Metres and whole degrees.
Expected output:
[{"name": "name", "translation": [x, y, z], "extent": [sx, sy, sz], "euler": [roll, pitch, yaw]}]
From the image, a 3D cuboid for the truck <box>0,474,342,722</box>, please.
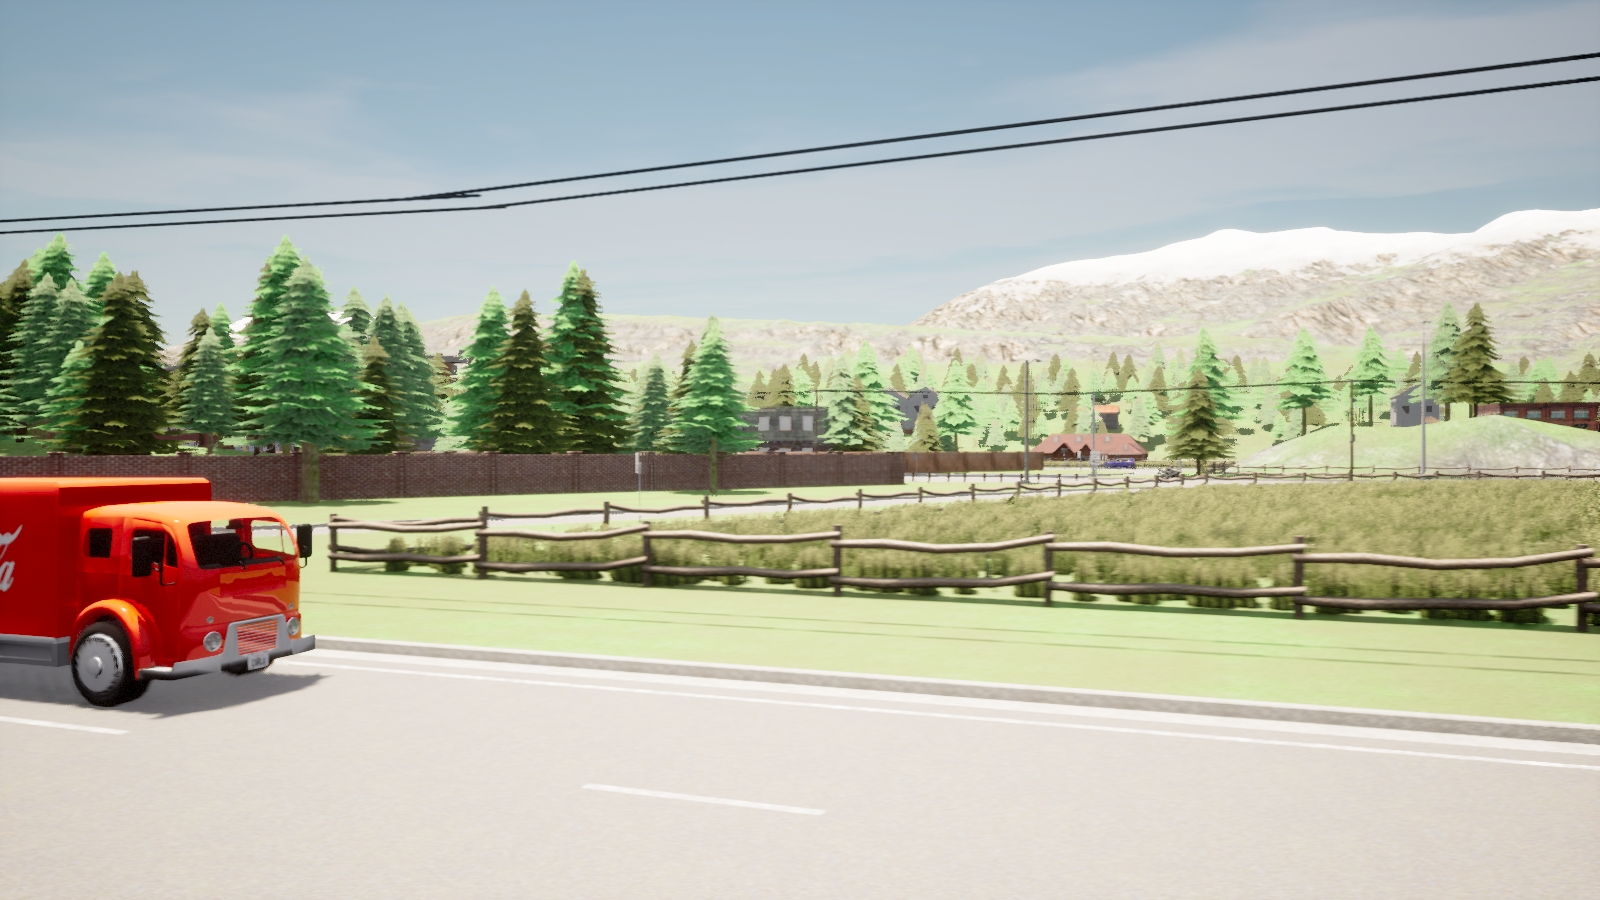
[{"name": "truck", "translation": [-8.601, 1.568, 13.878], "extent": [5.204, 2.467, 2.627], "euler": [0, 0, 20]}]
